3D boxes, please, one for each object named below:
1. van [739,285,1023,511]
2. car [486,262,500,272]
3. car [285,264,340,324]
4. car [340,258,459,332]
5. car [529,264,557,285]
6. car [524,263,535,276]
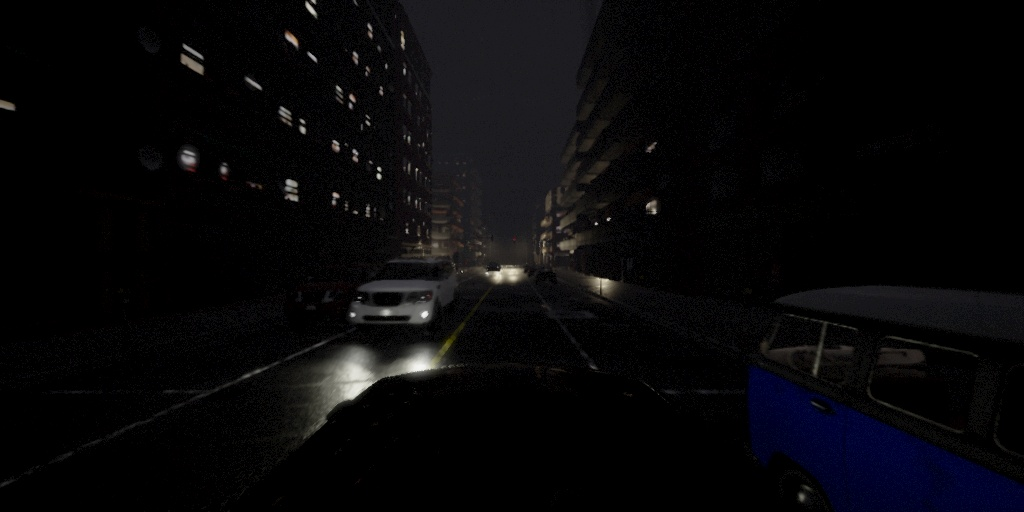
[{"bbox_3d":[2.690,1.087,1.296,1.690,1.789,3.998,0,0,0],"label":"van"},{"bbox_3d":[-2.978,1.724,57.851,2.097,1.767,4.553,0,-1,0],"label":"car"},{"bbox_3d":[-5.687,1.175,12.672,2.192,1.841,5.009,0,0,0],"label":"car"},{"bbox_3d":[-3.096,1.071,11.597,2.150,2.045,5.566,0,-1,0],"label":"car"},{"bbox_3d":[2.701,1.586,29.717,2.007,1.370,4.403,0,0,0],"label":"car"},{"bbox_3d":[2.705,1.699,41.087,1.888,1.381,4.507,0,0,0],"label":"car"}]
